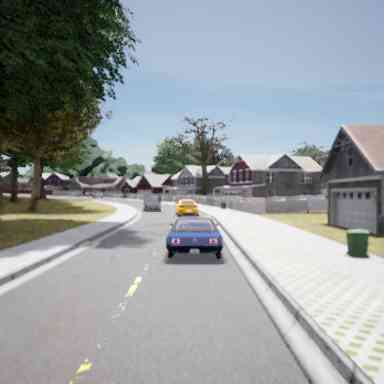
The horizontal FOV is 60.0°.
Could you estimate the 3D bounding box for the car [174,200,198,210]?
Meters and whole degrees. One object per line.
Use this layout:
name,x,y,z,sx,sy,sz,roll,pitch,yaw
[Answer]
car,-0.556,1.440,30.965,1.882,1.535,5.008,0,0,-6

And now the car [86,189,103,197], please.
car,-21.704,0.396,73.961,2.150,2.045,5.566,0,1,-40

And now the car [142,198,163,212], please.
car,-4.491,1.433,37.352,1.837,1.490,4.892,0,0,-11

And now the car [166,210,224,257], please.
car,0.089,1.604,12.853,1.895,1.301,4.718,0,0,0
